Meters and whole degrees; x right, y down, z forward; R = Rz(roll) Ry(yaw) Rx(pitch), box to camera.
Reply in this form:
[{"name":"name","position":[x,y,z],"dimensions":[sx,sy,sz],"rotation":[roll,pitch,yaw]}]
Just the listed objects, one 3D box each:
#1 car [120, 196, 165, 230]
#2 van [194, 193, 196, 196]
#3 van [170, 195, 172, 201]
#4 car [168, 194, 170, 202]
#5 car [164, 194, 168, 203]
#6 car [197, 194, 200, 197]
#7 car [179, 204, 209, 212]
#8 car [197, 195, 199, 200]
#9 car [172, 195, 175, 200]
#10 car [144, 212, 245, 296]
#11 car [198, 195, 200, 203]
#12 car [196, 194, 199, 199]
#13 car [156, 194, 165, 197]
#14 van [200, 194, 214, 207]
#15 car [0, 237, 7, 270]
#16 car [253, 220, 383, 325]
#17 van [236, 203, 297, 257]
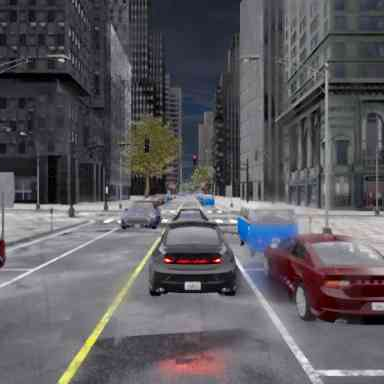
[{"name":"car","position":[-3.104,1.349,21.043],"dimensions":[2.097,1.767,4.553],"rotation":[0,0,0]},{"name":"van","position":[2.296,1.388,93.927],"dimensions":[1.690,1.788,3.998],"rotation":[0,0,0]},{"name":"van","position":[-6.144,1.369,76.917],"dimensions":[1.690,1.788,3.998],"rotation":[0,0,0]},{"name":"car","position":[-6.091,1.568,66.339],"dimensions":[2.008,1.369,4.403],"rotation":[0,0,0]},{"name":"car","position":[-6.064,1.328,61.050],"dimensions":[2.192,1.841,5.009],"rotation":[0,0,0]},{"name":"car","position":[2.431,1.600,66.861],"dimensions":[1.802,1.307,4.206],"rotation":[0,0,0]},{"name":"car","position":[-0.077,1.561,17.565],"dimensions":[1.994,1.385,4.181],"rotation":[0,0,0]},{"name":"car","position":[2.458,1.558,61.448],"dimensions":[1.887,1.381,4.507],"rotation":[0,0,0]},{"name":"car","position":[-6.197,1.605,87.494],"dimensions":[1.947,1.339,4.313],"rotation":[0,0,0]},{"name":"car","position":[0.020,1.502,8.618],"dimensions":[1.837,1.490,4.892],"rotation":[0,0,0]},{"name":"car","position":[2.486,1.576,56.034],"dimensions":[1.947,1.339,4.313],"rotation":[0,0,0]},{"name":"car","position":[2.404,1.574,72.274],"dimensions":[2.008,1.369,4.403],"rotation":[0,0,0]},{"name":"car","position":[-6.038,1.554,55.761],"dimensions":[1.887,1.381,4.507],"rotation":[0,0,0]},{"name":"van","position":[2.513,1.347,50.622],"dimensions":[1.690,1.788,3.998],"rotation":[0,0,0]},{"name":"car","position":[-5.811,1.543,7.088],"dimensions":[1.887,1.381,4.507],"rotation":[0,0,0]},{"name":"car","position":[2.744,1.543,7.112],"dimensions":[1.887,1.381,4.507],"rotation":[0,0,0]},{"name":"van","position":[2.718,1.338,12.638],"dimensions":[1.690,1.788,3.998],"rotation":[0,0,0]}]
